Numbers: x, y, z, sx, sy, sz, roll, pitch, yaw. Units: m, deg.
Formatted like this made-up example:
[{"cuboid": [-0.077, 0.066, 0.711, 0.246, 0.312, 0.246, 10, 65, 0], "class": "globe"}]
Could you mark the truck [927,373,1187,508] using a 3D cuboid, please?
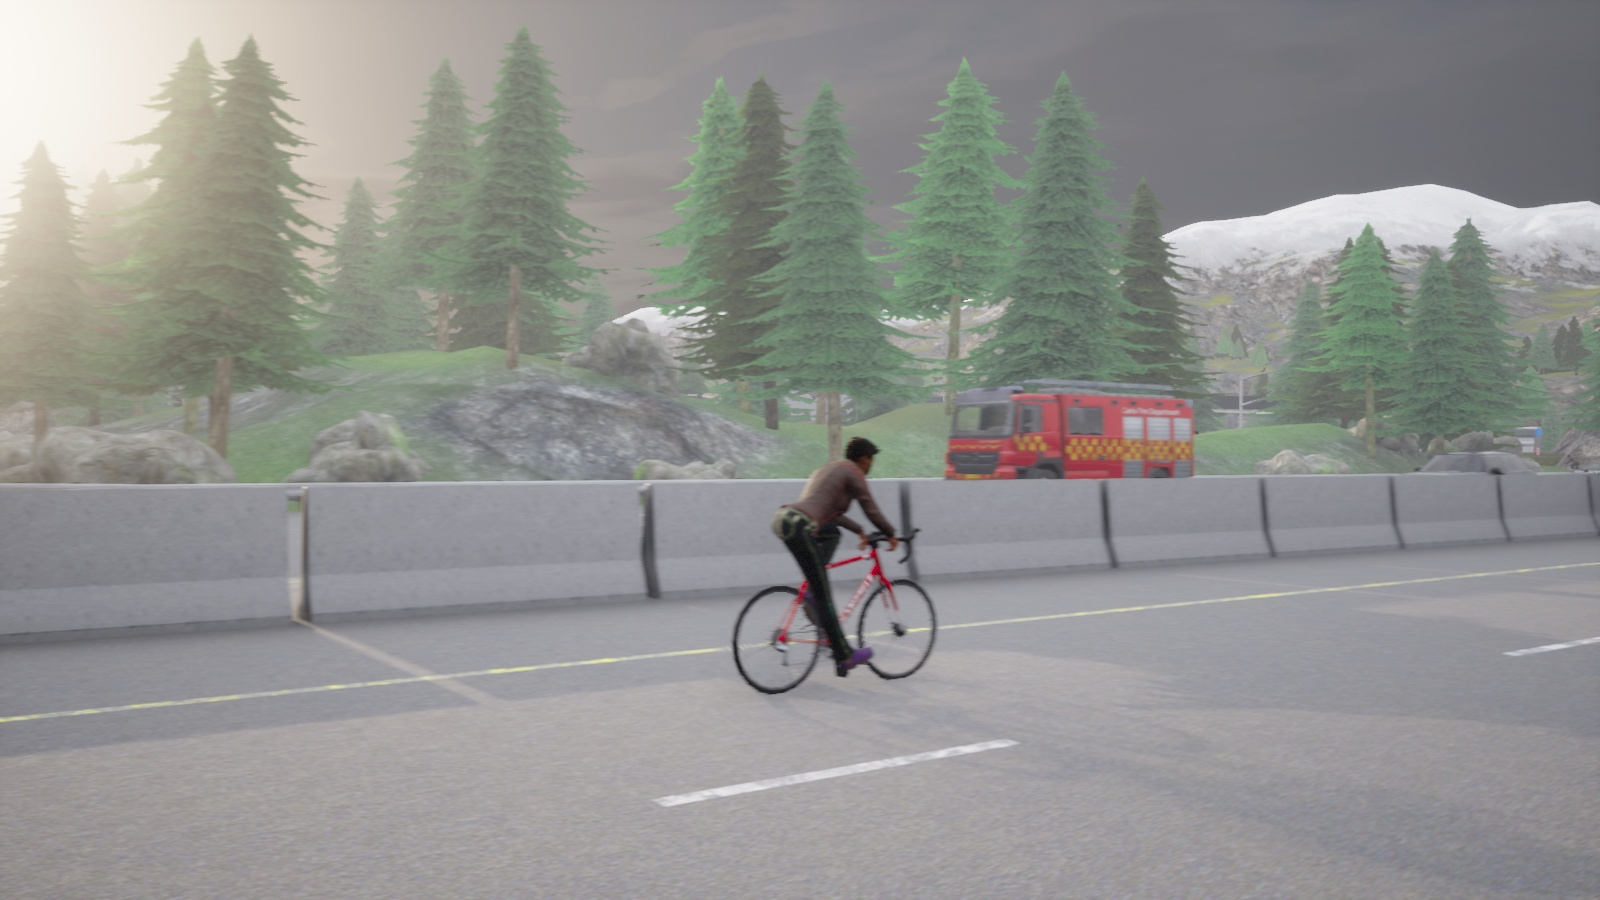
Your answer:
[{"cuboid": [8.125, -0.247, 39.099, 8.468, 3.827, 2.891, 0, 0, -35], "class": "truck"}]

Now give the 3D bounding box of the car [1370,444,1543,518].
[{"cuboid": [17.003, 0.751, 32.470, 4.553, 1.767, 2.097, 0, 0, -35], "class": "car"}]

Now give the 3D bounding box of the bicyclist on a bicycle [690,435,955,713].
[{"cuboid": [0.169, 0.732, 8.040, 1.656, 1.620, 0.582, 1, -1, -35], "class": "bicyclist on a bicycle"}]
